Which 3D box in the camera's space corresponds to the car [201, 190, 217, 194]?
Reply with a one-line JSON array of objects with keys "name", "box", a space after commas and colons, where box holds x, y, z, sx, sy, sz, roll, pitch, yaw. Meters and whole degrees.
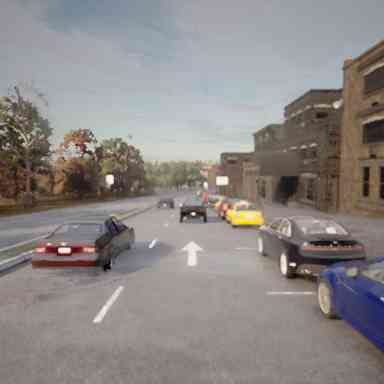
[{"name": "car", "box": [3.188, 0.861, 54.195, 2.435, 2.045, 5.566, 0, 0, 0]}]

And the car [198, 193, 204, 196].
[{"name": "car", "box": [0.076, 1.261, 42.215, 2.033, 1.411, 5.357, 0, 0, 0]}]

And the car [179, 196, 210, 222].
[{"name": "car", "box": [0.091, 1.309, 24.798, 1.882, 1.535, 5.008, 0, 0, 0]}]

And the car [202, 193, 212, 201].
[{"name": "car", "box": [3.168, 0.996, 70.929, 1.946, 1.575, 5.366, 0, 0, 0]}]

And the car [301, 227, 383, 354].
[{"name": "car", "box": [3.224, 1.490, 4.315, 2.002, 1.452, 4.674, 0, 0, 0]}]

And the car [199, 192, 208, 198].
[{"name": "car", "box": [3.142, 0.853, 92.712, 2.231, 1.521, 4.892, 0, 0, 0]}]

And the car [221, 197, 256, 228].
[{"name": "car", "box": [3.217, 1.334, 21.077, 1.946, 1.575, 5.366, 0, 0, 0]}]

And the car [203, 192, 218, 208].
[{"name": "car", "box": [3.196, 1.152, 48.513, 2.231, 1.521, 4.892, 0, 0, 0]}]

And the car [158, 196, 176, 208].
[{"name": "car", "box": [-3.174, 1.225, 41.503, 1.837, 1.490, 4.892, 0, 1, 0]}]

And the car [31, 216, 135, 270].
[{"name": "car", "box": [-3.153, 1.474, 10.731, 2.033, 1.411, 5.357, 0, 0, 0]}]

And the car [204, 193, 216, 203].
[{"name": "car", "box": [3.181, 1.071, 59.879, 1.946, 1.575, 5.366, 0, 0, 0]}]

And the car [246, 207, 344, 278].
[{"name": "car", "box": [3.222, 1.414, 9.836, 2.231, 1.521, 4.892, 0, 0, 0]}]

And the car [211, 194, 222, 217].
[{"name": "car", "box": [3.214, 1.259, 32.130, 1.946, 1.575, 5.366, 0, 0, 0]}]

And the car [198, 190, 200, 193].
[{"name": "car", "box": [3.149, 0.638, 87.220, 2.435, 2.045, 5.566, 0, 0, 0]}]
